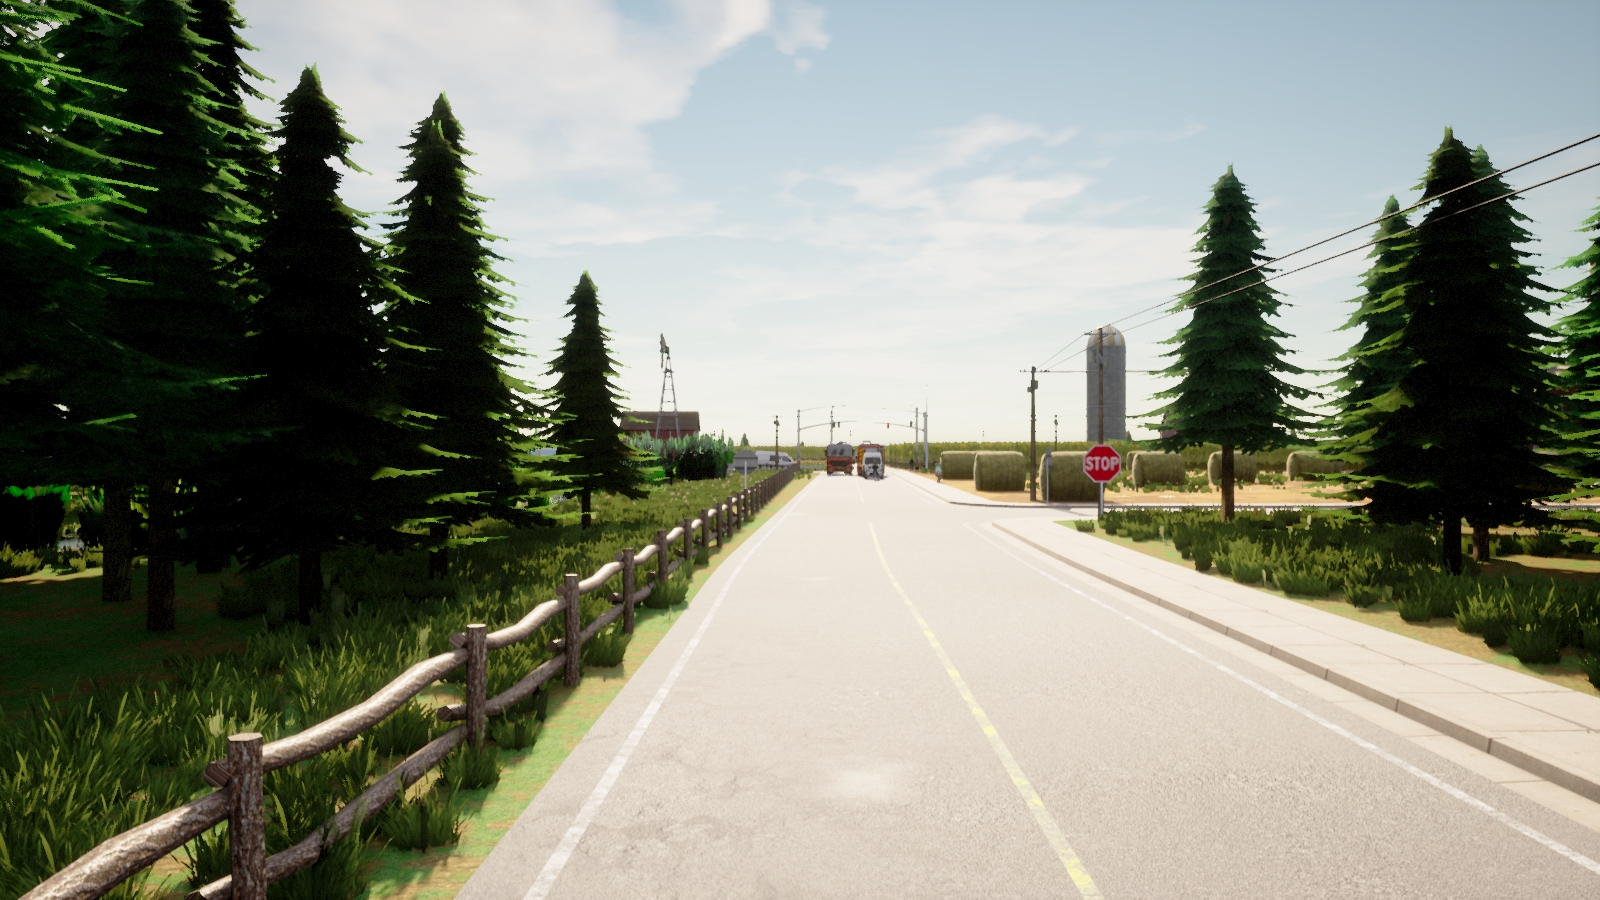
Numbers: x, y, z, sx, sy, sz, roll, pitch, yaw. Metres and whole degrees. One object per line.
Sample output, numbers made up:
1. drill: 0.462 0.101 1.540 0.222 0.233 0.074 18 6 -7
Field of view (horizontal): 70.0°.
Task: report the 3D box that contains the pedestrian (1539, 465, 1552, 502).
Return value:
1. pedestrian: 37.961 1.687 58.167 0.375 1.860 0.375 0 0 -8
